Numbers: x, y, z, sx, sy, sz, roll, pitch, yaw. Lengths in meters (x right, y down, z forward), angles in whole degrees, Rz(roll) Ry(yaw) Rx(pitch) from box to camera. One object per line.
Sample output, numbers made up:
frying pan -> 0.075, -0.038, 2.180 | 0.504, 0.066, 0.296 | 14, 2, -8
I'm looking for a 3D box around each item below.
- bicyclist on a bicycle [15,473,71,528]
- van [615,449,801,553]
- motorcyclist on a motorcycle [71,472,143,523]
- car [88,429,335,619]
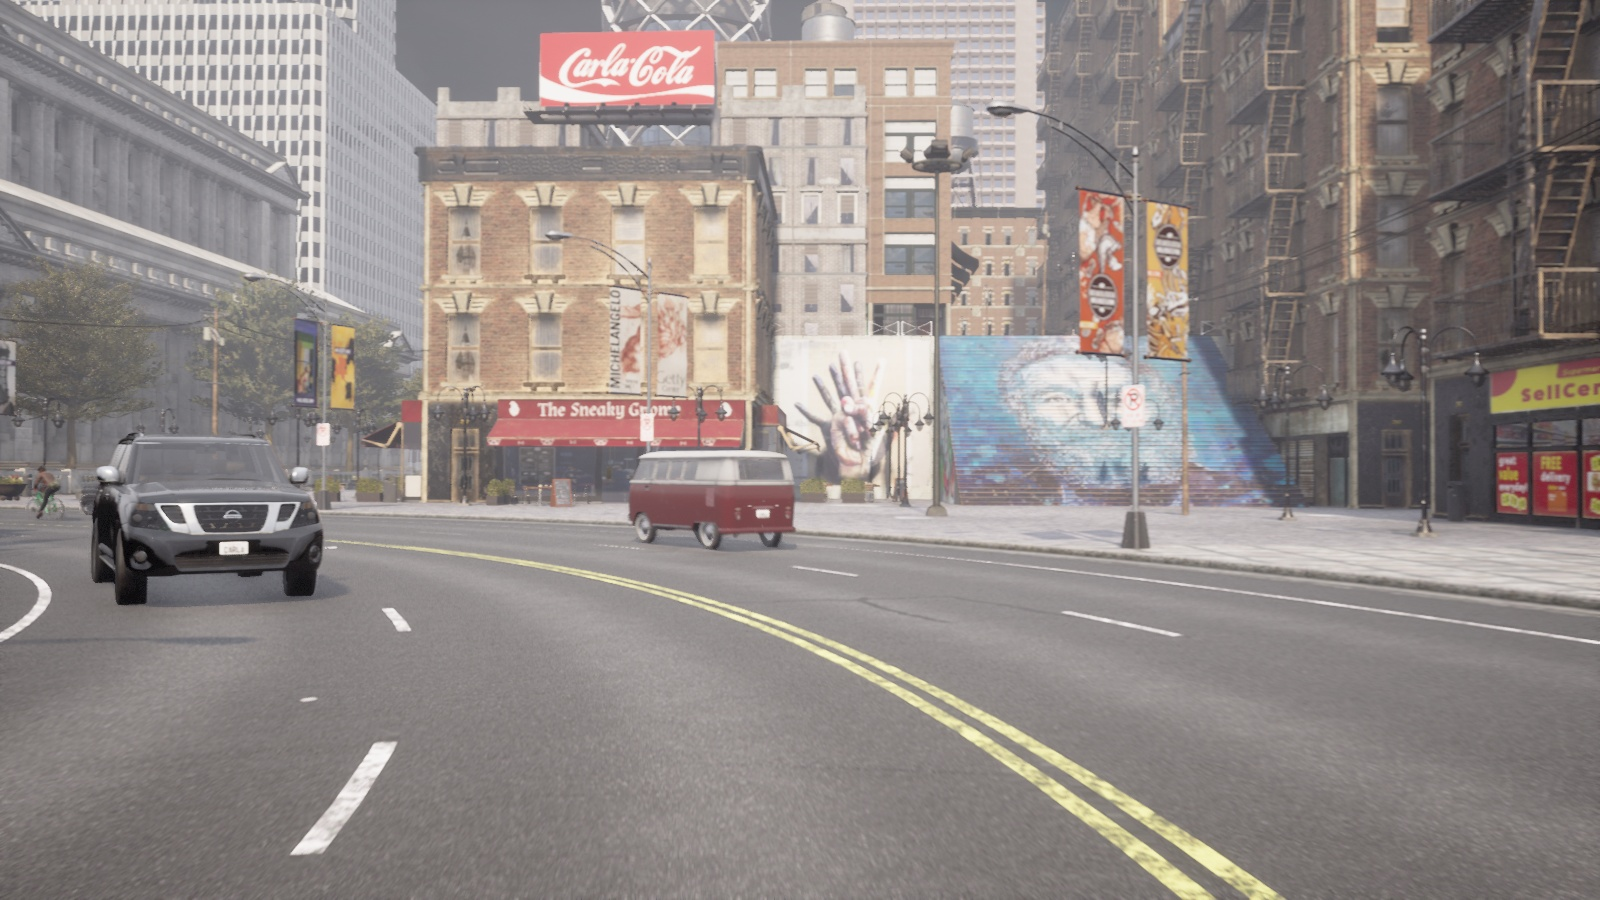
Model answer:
bicyclist on a bicycle -> -22.502, 1.497, 37.346 | 1.656, 1.620, 0.582 | -1, -1, 24
van -> -2.029, 1.018, 26.366 | 1.775, 1.987, 4.442 | 1, -1, -37
motorcyclist on a motorcycle -> -22.809, 1.562, 41.299 | 2.350, 1.649, 0.766 | -1, -1, 22
car -> -7.877, 0.846, 16.458 | 2.150, 2.045, 5.566 | 0, -1, -33
